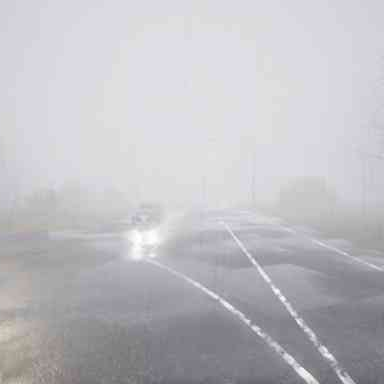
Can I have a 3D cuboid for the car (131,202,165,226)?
[{"bbox_3d":[-3.000,1.474,23.504,2.128,1.511,4.902,0,0,1],"label":"car"}]
